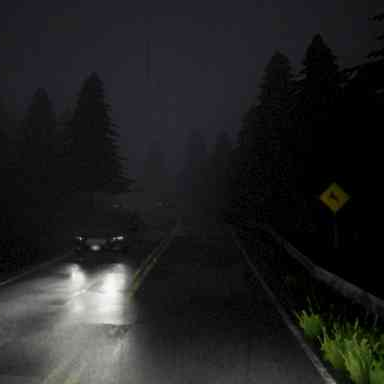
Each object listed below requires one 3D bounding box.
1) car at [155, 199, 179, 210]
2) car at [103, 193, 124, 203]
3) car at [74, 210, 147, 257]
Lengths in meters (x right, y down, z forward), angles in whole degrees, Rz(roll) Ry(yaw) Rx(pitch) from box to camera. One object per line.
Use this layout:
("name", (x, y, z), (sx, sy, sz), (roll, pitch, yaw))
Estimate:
("car", (-3.298, 1.582, 43.388), (2.033, 1.411, 5.357), (2, 0, -22))
("car", (-12.845, 1.003, 54.104), (2.150, 2.045, 5.566), (3, -1, -32))
("car", (-2.987, 1.503, 13.002), (2.128, 1.511, 4.902), (0, 0, 2))
